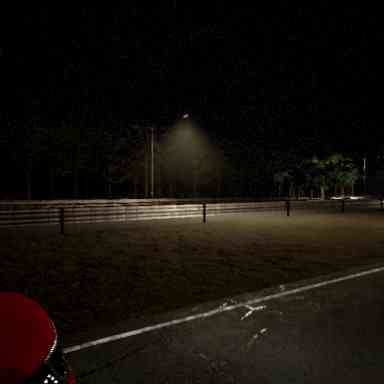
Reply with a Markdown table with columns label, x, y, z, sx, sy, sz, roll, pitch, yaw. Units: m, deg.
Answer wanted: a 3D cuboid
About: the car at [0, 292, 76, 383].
| label | x | y | z | sx | sy | sz | roll | pitch | yaw |
| --- | --- | --- | --- | --- | --- | --- | --- | --- | --- |
| car | -3.364 | 1.223 | 1.324 | 5.566 | 2.045 | 2.150 | 0 | 0 | -35 |
